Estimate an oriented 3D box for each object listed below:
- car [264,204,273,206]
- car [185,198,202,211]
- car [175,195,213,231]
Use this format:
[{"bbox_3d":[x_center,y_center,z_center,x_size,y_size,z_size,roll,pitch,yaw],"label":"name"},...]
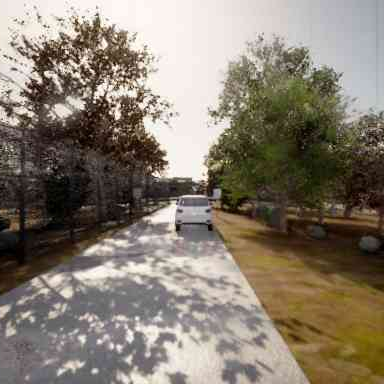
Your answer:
[{"bbox_3d":[20.008,4.406,84.653,2.435,2.045,5.566,0,1,-18],"label":"car"},{"bbox_3d":[0.186,1.541,42.604,2.033,1.411,5.357,0,0,0],"label":"car"},{"bbox_3d":[0.136,1.218,20.938,2.150,2.045,5.566,0,0,1],"label":"car"}]
